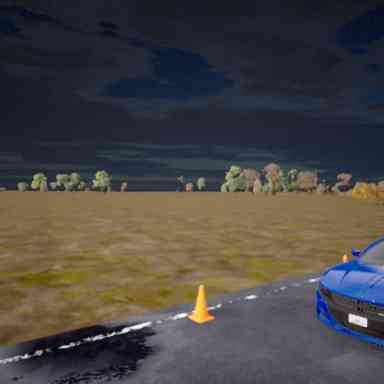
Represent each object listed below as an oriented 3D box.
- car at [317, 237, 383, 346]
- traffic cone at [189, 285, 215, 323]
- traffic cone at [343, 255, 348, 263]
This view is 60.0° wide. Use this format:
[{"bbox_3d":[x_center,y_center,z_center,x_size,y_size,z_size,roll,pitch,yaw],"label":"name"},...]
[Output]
[{"bbox_3d":[4.275,1.509,6.108,5.008,1.535,1.882,0,0,-37],"label":"car"},{"bbox_3d":[0.178,1.976,5.991,0.340,0.580,0.340,0,0,-36],"label":"traffic cone"},{"bbox_3d":[4.138,1.996,8.965,0.340,0.580,0.340,0,0,-37],"label":"traffic cone"}]
